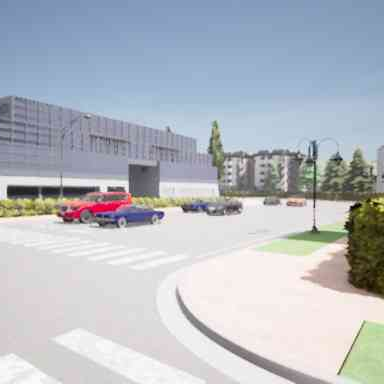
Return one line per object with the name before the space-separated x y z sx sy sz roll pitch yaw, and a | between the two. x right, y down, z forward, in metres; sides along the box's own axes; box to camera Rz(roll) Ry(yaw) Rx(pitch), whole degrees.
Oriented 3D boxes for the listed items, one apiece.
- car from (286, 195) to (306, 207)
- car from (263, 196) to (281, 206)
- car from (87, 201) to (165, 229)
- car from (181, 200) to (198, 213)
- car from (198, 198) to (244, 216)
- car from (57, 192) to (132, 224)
car | 15.090 1.192 48.141 2.097 1.767 4.553 1 1 30
car | 12.064 1.327 49.854 1.812 1.442 4.674 1 0 29
car | -3.851 1.445 20.760 1.895 1.301 4.718 1 0 34
car | 0.917 1.405 33.599 1.895 1.301 4.718 1 0 35
car | 3.046 1.332 30.563 2.128 1.511 4.902 1 1 35
car | -6.504 1.025 23.150 2.150 2.045 5.566 1 0 36
